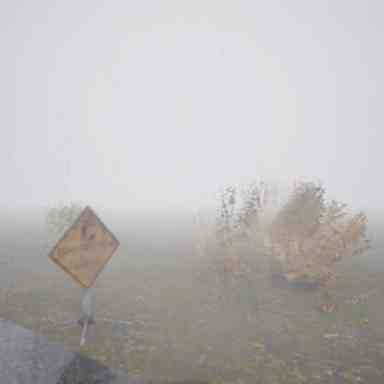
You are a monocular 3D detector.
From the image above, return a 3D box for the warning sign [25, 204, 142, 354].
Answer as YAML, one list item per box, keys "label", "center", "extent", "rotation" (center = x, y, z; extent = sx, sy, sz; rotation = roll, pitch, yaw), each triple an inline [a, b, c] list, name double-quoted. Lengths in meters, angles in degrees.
- label: "warning sign"
  center: [-1.618, 1.137, 5.080]
  extent: [1.060, 1.860, 1.300]
  rotation: [-1, 0, 35]
